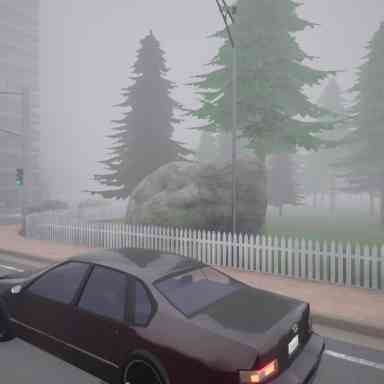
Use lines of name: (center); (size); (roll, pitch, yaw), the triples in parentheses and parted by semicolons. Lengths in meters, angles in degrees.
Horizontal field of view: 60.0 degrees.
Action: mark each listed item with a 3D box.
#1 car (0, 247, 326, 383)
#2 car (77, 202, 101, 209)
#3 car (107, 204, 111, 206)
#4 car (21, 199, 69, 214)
car: (-1.046, 1.547, 4.736); (5.357, 1.411, 2.033); (0, 0, 35)
car: (-13.586, 1.545, 44.429); (1.895, 1.301, 4.718); (0, 0, 3)
car: (-14.333, 1.296, 54.215); (2.097, 1.767, 4.553); (0, 0, -12)
car: (-15.252, 1.492, 34.937); (2.033, 1.411, 5.357); (0, 0, 17)
